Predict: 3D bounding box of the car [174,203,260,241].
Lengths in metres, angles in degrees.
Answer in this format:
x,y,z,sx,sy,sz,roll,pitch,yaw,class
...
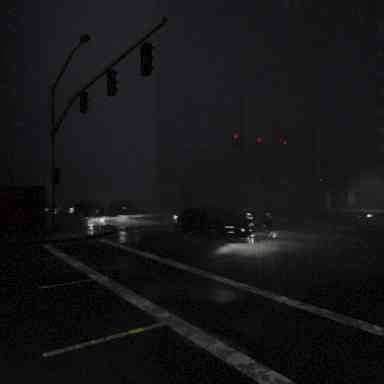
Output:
x,y,z,sx,sy,sz,roll,pitch,yaw,class
0.904,1.506,17.077,1.837,1.490,4.892,0,0,-36,car

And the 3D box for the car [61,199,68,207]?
x,y,z,sx,sy,sz,roll,pitch,yaw,class
-17.729,1.656,49.084,1.895,1.301,4.718,0,0,-36,car

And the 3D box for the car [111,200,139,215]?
x,y,z,sx,sy,sz,roll,pitch,yaw,class
-7.234,1.525,34.388,1.812,1.442,4.674,0,0,-36,car

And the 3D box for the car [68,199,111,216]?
x,y,z,sx,sy,sz,roll,pitch,yaw,class
-9.998,1.491,32.210,2.128,1.511,4.902,0,0,-36,car

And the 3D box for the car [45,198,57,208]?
x,y,z,sx,sy,sz,roll,pitch,yaw,class
-20.586,1.603,47.061,2.033,1.411,5.357,0,0,-36,car

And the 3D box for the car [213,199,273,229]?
x,y,z,sx,sy,sz,roll,pitch,yaw,class
2.755,1.351,20.495,2.097,1.767,4.553,0,0,-36,car
